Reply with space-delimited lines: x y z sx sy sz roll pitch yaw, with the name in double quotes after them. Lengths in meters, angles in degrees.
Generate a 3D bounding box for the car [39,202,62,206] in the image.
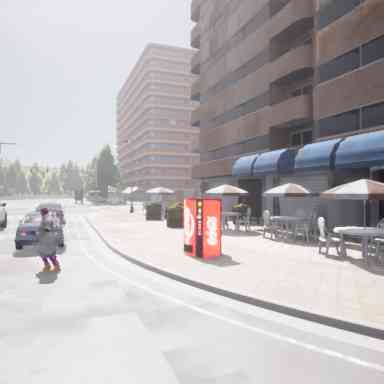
-10.077 1.477 23.675 1.882 1.535 5.008 0 0 -21 "car"

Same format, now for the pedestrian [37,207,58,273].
-4.035 1.294 9.275 0.375 1.860 0.375 0 0 -32 "pedestrian"

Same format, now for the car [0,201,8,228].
-11.976 1.221 18.872 2.150 2.045 5.566 0 0 -21 "car"

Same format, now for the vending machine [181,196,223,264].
0.340 1.195 11.109 1.100 2.100 0.880 0 0 -34 "vending machine"

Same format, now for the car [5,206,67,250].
-6.529 1.547 14.528 2.033 1.411 5.357 0 0 -22 "car"
